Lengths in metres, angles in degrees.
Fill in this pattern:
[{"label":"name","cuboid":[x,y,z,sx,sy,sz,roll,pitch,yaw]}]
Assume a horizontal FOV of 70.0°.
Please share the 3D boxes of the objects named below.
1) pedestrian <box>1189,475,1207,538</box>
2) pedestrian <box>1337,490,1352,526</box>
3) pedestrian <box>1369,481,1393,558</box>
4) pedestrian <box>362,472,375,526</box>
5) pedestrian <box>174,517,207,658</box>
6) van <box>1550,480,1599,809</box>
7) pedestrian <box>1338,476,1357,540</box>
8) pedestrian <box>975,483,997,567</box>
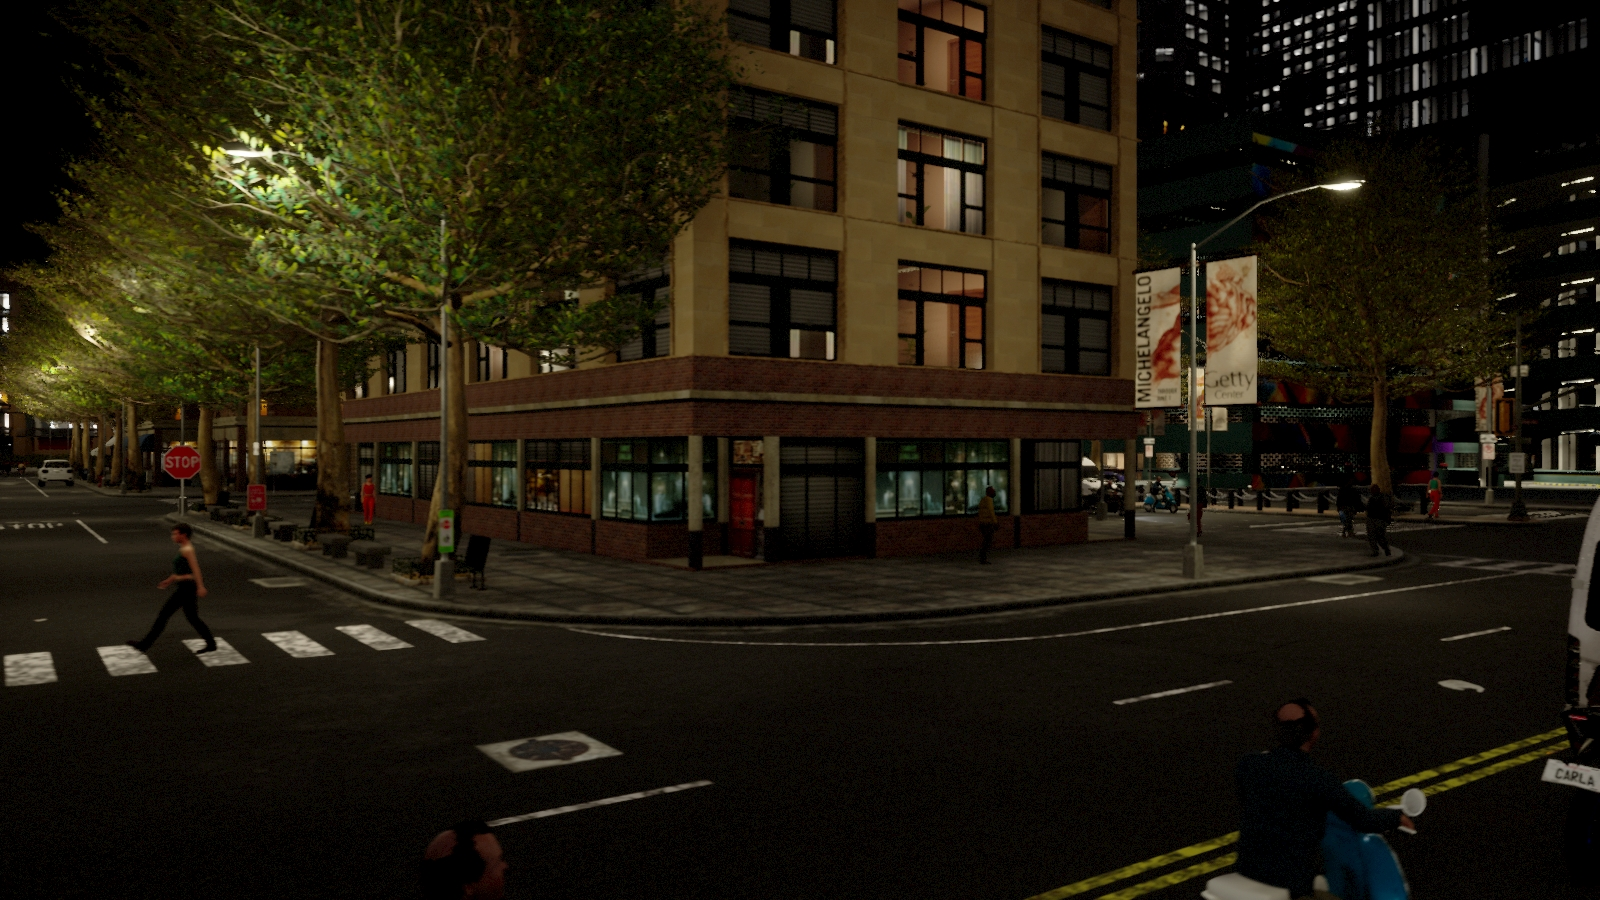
[{"label":"pedestrian","cuboid":[11.975,1.697,34.365,0.375,1.860,0.375,0,0,-37]},{"label":"pedestrian","cuboid":[20.029,2.129,42.038,0.375,1.300,0.375,0,0,-36]},{"label":"pedestrian","cuboid":[14.295,1.697,28.129,0.375,1.860,0.375,0,0,-26]},{"label":"pedestrian","cuboid":[-15.000,1.696,39.724,0.375,1.860,0.375,0,0,-29]},{"label":"pedestrian","cuboid":[-8.265,1.849,15.497,0.375,1.860,0.375,0,0,-24]},{"label":"van","cuboid":[9.065,1.534,10.144,5.915,2.561,1.988,0,0,-35]},{"label":"pedestrian","cuboid":[16.079,1.696,33.549,0.375,1.860,0.375,0,0,-2]},{"label":"pedestrian","cuboid":[4.222,1.696,25.972,0.375,1.860,0.375,0,0,-16]}]
